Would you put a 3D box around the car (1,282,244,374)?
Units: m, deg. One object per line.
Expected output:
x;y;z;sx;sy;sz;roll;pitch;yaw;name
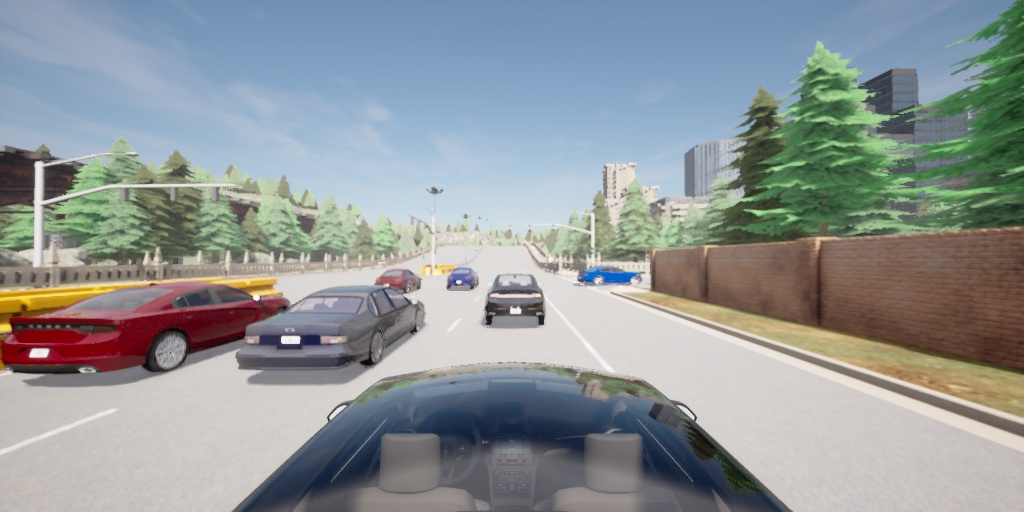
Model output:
-6.900;1.289;7.713;1.882;1.535;5.008;0;-1;0;car

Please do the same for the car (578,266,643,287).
7.568;1.493;27.590;5.008;1.535;1.882;0;-2;-12;car

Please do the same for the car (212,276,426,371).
-3.400;1.362;8.013;2.033;1.411;5.357;0;-1;0;car

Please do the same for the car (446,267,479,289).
-3.397;1.517;25.262;1.812;1.442;4.674;0;0;0;car

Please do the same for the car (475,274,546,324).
0.101;1.351;12.407;2.128;1.511;4.902;0;-1;0;car

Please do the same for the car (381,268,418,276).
-6.894;1.484;22.044;1.812;1.442;4.674;0;0;0;car
